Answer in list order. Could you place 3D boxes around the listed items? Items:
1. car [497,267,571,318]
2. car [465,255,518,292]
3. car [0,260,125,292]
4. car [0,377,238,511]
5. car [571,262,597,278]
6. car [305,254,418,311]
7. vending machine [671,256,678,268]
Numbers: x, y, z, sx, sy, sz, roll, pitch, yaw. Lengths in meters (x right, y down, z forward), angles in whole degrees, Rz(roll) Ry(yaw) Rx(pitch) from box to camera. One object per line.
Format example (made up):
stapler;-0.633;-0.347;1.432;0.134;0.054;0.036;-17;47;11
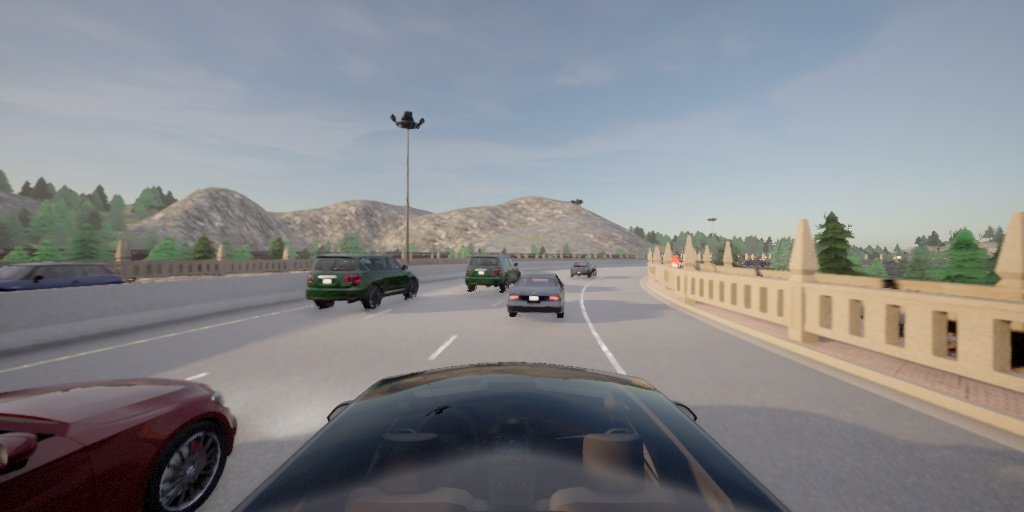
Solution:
car;1.019;1.302;13.122;2.033;1.411;5.357;0;0;8
car;-0.991;0.966;21.150;2.150;2.045;5.566;0;0;13
car;-16.767;1.022;12.541;2.097;1.767;4.553;0;0;7
car;-3.319;1.260;1.191;1.812;1.442;4.674;0;0;-1
car;6.847;1.273;33.980;2.128;1.511;4.902;0;0;22
car;-5.785;0.944;14.632;2.150;2.045;5.566;0;0;8
vending machine;13.568;1.009;30.233;1.100;2.100;0.880;0;0;22
